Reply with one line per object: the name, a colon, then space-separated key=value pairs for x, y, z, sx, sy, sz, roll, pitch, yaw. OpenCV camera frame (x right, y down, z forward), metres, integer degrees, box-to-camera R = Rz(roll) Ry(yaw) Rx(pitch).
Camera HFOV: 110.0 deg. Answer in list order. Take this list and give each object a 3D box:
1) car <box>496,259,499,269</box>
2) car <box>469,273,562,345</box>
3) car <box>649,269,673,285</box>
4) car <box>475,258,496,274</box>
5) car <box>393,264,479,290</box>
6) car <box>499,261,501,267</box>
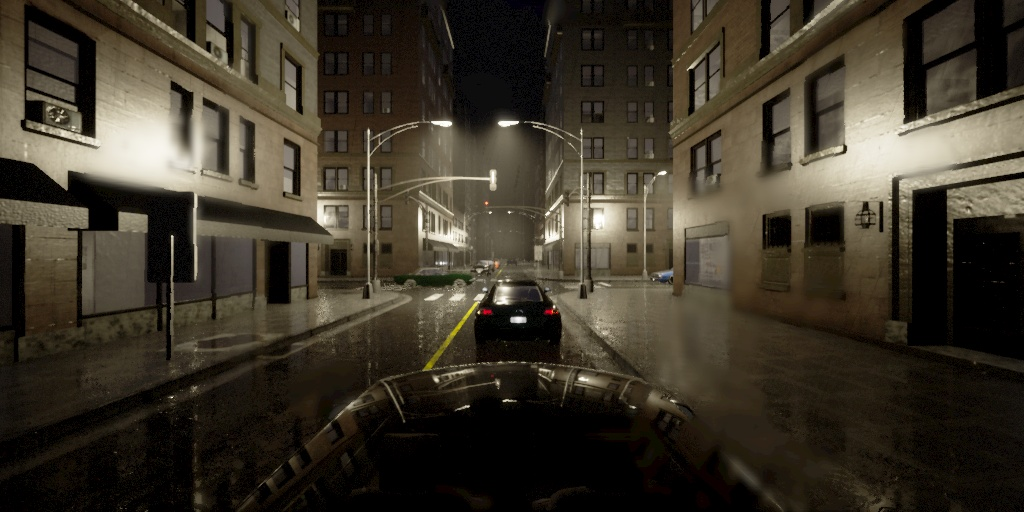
car: x=-3.103 y=1.286 z=46.106 sx=2.033 sy=1.411 sz=5.357 roll=0 pitch=0 yaw=0
car: x=0.113 y=1.312 z=9.536 sx=1.994 sy=1.385 sz=4.181 roll=0 pitch=0 yaw=-1
car: x=12.613 y=1.256 z=25.197 sx=5.357 sy=1.411 sz=2.033 roll=0 pitch=0 yaw=0
car: x=-3.098 y=1.234 z=36.363 sx=2.128 sy=1.511 sz=4.902 roll=0 pitch=0 yaw=0
car: x=-4.633 y=1.351 z=21.938 sx=4.718 sy=1.301 sz=1.895 roll=0 pitch=0 yaw=0
car: x=-3.091 y=1.083 z=55.888 sx=2.097 sy=1.767 sz=4.553 roll=0 pitch=0 yaw=-1
